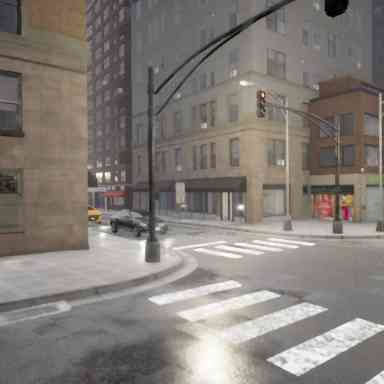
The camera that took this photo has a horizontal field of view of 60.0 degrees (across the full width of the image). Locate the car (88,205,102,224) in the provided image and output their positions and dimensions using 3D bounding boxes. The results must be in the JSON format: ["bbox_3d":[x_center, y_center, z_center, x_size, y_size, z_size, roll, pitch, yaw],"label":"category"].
[{"bbox_3d":[-8.952,1.747,26.961,1.882,1.535,5.008,-1,0,-37],"label":"car"}]

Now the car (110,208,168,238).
[{"bbox_3d":[-3.240,1.710,19.456,1.812,1.442,4.674,-1,0,-38],"label":"car"}]
